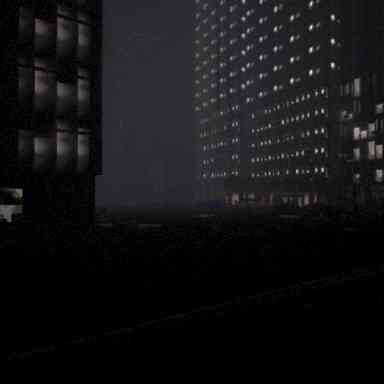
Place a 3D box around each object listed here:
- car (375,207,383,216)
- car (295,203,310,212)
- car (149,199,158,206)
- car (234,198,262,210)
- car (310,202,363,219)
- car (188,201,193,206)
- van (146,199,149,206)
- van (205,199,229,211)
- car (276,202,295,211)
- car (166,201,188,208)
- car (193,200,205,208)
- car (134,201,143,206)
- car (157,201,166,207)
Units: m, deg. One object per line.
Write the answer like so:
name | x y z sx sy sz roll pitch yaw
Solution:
car | 21.166 1.841 34.311 2.008 1.369 4.403 -1 -1 -25
car | 16.426 2.055 44.513 1.947 1.339 4.313 -1 -1 -25
car | -7.763 2.722 76.686 1.887 1.381 4.507 -1 -1 -25
car | 9.029 1.948 54.078 2.150 2.045 5.566 0 -1 -25
car | 13.566 1.804 30.780 2.008 1.369 4.403 -1 -1 -25
car | -0.162 2.796 80.217 1.802 1.307 4.206 -1 -1 -25
van | -10.136 2.625 81.789 1.690 1.788 3.998 -1 -1 -25
van | 4.082 1.996 51.186 1.690 1.788 3.998 -1 -1 -25
car | 14.056 2.156 49.613 1.947 1.339 4.313 -1 -1 -25
car | -3.023 2.516 66.485 2.008 1.369 4.403 -1 -1 -25
car | 2.722 2.451 67.652 1.882 1.535 5.008 0 -1 -25
car | -14.871 3.044 91.987 1.887 1.381 4.507 -1 -1 -25
car | -5.322 2.593 71.432 1.752 1.417 4.829 -1 -1 -25
